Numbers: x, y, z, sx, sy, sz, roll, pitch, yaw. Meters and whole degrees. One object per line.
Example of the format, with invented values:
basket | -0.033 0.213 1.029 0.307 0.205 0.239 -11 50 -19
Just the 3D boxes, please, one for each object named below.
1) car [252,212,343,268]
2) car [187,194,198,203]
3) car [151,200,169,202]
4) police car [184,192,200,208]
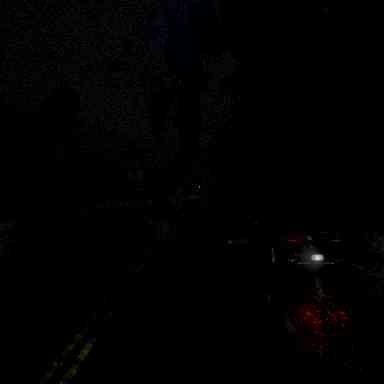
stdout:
car | 3.255 1.436 11.064 1.837 1.490 4.892 0 1 0
car | 0.127 1.135 56.813 1.812 1.442 4.674 0 0 0
car | -3.234 0.978 34.807 1.895 1.301 4.718 0 0 0
police car | 0.017 1.109 41.940 1.930 1.638 5.238 0 0 0
